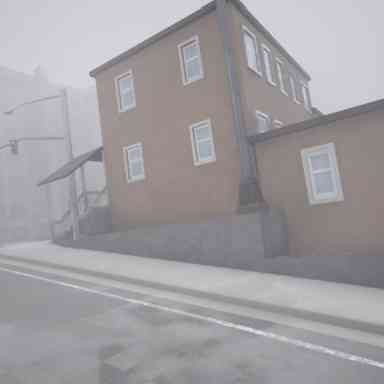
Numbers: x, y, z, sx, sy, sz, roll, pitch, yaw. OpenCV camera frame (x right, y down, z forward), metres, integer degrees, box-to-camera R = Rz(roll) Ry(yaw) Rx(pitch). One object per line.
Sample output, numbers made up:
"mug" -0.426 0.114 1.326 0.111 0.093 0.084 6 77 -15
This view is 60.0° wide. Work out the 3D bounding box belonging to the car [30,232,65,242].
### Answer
"car" -11.708 4.275 29.081 1.837 1.490 4.892 -12 -11 35
